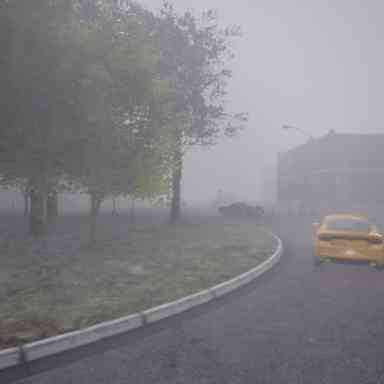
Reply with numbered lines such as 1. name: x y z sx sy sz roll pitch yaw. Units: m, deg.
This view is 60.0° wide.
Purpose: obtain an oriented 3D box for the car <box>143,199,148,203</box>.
1. car: -12.597 1.734 74.860 4.674 1.452 2.002 0 0 7

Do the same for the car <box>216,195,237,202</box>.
1. car: 8.551 1.582 81.642 5.008 1.535 2.097 0 0 7

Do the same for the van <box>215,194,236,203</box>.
1. van: 7.410 1.420 73.378 4.442 1.987 1.878 0 0 7

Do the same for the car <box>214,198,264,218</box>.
1. car: 4.668 1.644 31.896 1.882 1.535 5.008 0 0 -35

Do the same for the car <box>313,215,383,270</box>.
1. car: 5.266 1.531 11.491 1.882 1.535 5.008 1 0 21

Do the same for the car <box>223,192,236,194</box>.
1. car: 7.199 1.532 70.474 4.553 1.767 2.185 0 0 7

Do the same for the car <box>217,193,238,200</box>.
1. car: 9.898 1.241 92.675 5.566 2.045 2.435 0 0 7

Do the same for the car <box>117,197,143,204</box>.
1. car: -13.246 1.592 69.379 4.553 1.767 2.185 0 0 7

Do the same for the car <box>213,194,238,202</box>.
1. car: 6.469 1.701 65.088 4.792 1.488 2.163 0 0 7

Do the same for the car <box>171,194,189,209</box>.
1. car: -1.929 1.586 48.858 2.097 1.767 4.553 0 0 -2

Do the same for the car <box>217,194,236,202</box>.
1. car: 8.228 1.480 78.755 4.553 1.767 2.185 0 0 7

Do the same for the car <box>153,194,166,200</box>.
1. car: -10.239 1.559 94.020 5.008 1.535 2.097 0 0 7

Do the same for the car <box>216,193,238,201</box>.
1. car: 9.254 1.286 87.026 5.566 2.045 2.435 0 0 7
